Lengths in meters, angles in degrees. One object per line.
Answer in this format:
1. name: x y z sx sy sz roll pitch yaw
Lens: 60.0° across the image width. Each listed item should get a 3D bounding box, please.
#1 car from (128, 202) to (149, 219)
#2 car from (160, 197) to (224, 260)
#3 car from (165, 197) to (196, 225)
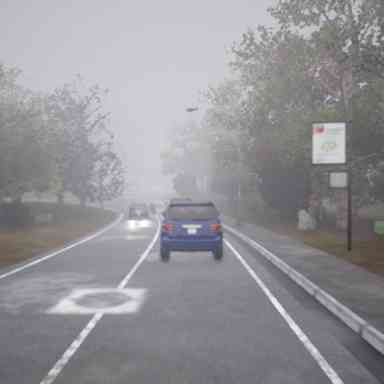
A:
1. car: -5.342 1.753 33.249 2.128 1.511 4.902 -1 1 -9
2. car: -0.043 1.345 13.166 2.150 2.045 5.566 0 0 -1
3. car: -1.081 1.467 28.336 2.150 2.045 5.566 -1 0 -7
